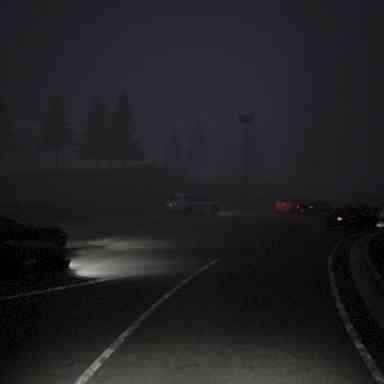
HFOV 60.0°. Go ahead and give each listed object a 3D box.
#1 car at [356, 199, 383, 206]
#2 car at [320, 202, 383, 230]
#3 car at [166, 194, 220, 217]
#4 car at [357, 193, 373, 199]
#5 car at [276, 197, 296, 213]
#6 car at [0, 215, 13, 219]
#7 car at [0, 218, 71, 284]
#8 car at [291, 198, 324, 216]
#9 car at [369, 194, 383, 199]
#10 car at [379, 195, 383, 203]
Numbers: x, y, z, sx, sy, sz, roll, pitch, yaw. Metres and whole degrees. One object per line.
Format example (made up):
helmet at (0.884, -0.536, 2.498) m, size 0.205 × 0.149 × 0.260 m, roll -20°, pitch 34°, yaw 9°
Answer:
car at (15.826, 1.612, 30.957) m, size 4.718 × 1.301 × 1.895 m, roll 0°, pitch 0°, yaw -41°
car at (10.198, 1.571, 21.111) m, size 4.181 × 1.385 × 1.994 m, roll 0°, pitch 0°, yaw -45°
car at (0.127, 1.230, 31.257) m, size 5.566 × 2.045 × 2.150 m, roll 0°, pitch 0°, yaw -41°
car at (30.660, 1.242, 57.807) m, size 5.566 × 2.045 × 2.150 m, roll 0°, pitch 0°, yaw -41°
car at (11.187, 1.366, 36.200) m, size 4.553 × 1.767 × 2.097 m, roll 0°, pitch 0°, yaw -41°
car at (-6.863, 1.480, 11.325) m, size 5.008 × 1.535 × 1.882 m, roll 0°, pitch 0°, yaw -41°
car at (-5.738, 1.549, 7.672) m, size 5.357 × 1.411 × 2.033 m, roll 0°, pitch 0°, yaw -41°
car at (11.926, 1.537, 32.211) m, size 4.674 × 1.442 × 1.812 m, roll 0°, pitch 0°, yaw -41°
car at (30.834, 1.512, 53.198) m, size 4.902 × 1.511 × 2.128 m, roll 0°, pitch 0°, yaw -41°
car at (38.517, 1.381, 64.605) m, size 4.902 × 1.511 × 2.128 m, roll 0°, pitch 0°, yaw -41°
